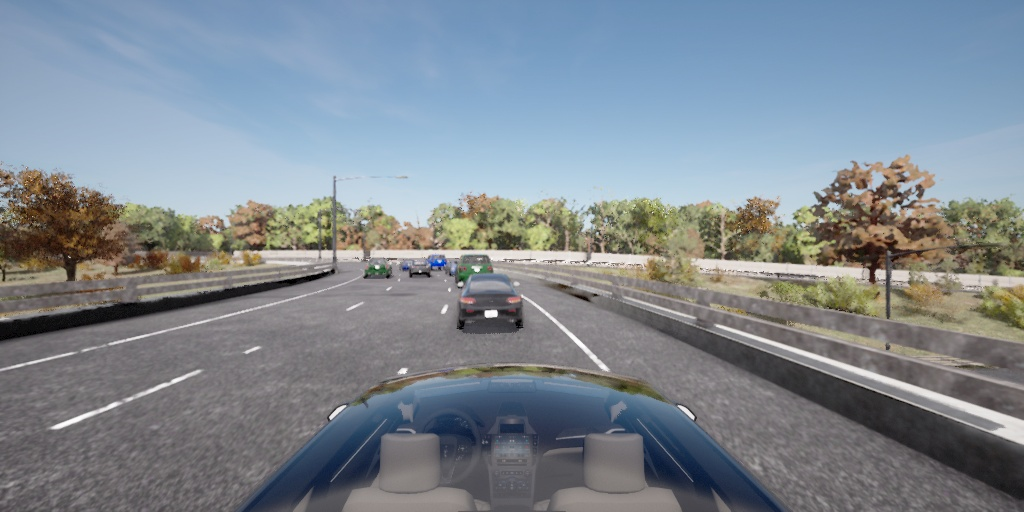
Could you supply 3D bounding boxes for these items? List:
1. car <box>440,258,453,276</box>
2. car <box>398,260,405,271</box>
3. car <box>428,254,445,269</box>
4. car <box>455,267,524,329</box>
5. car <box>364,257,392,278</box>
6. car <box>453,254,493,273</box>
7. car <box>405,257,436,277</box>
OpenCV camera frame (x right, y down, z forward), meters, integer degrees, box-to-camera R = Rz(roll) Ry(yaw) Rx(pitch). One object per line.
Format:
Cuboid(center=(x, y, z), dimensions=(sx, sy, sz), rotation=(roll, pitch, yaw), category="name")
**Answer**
Cuboid(center=(-5.480, 1.162, 34.984), dimensions=(2.033, 1.411, 5.357), rotation=(0, 0, -17), category="car")
Cuboid(center=(-13.050, 1.143, 44.963), dimensions=(1.994, 1.385, 4.181), rotation=(0, 0, -24), category="car")
Cuboid(center=(-10.025, 0.793, 46.824), dimensions=(2.150, 2.045, 5.566), rotation=(0, 1, -24), category="car")
Cuboid(center=(-0.709, 1.237, 11.082), dimensions=(1.812, 1.442, 4.674), rotation=(0, 0, -5), category="car")
Cuboid(center=(-11.971, 0.982, 32.300), dimensions=(2.097, 1.767, 4.553), rotation=(0, 0, -16), category="car")
Cuboid(center=(-2.511, 0.883, 23.239), dimensions=(2.150, 2.045, 5.566), rotation=(0, 0, -11), category="car")
Cuboid(center=(-8.520, 1.118, 33.002), dimensions=(2.128, 1.511, 4.902), rotation=(0, 0, -16), category="car")
